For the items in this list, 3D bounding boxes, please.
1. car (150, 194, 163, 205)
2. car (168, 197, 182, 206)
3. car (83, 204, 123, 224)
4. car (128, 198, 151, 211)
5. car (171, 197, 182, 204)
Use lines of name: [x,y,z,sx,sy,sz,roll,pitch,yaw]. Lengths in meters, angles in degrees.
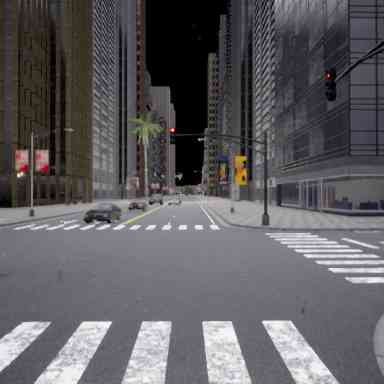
car: [-6.609,1.409,62.423,2.150,2.045,5.566,0,-1,0]
car: [-3.244,1.772,59.891,1.895,1.301,4.718,0,0,0]
car: [-6.638,1.597,25.439,2.033,1.411,5.357,0,0,0]
car: [-6.661,1.660,41.205,1.994,1.385,4.181,0,0,0]
car: [-3.259,1.778,69.786,1.994,1.385,4.181,0,0,0]
